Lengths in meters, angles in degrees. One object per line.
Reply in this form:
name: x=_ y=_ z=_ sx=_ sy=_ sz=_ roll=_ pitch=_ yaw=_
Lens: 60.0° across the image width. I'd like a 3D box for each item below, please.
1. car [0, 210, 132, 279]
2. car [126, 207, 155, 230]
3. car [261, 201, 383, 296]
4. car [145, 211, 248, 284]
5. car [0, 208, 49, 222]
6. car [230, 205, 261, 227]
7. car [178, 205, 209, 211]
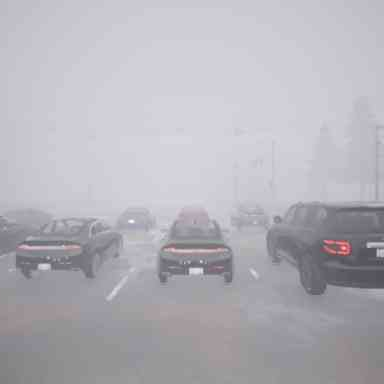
car: x=-3.412 y=1.525 z=10.120 sx=2.128 sy=1.511 sz=4.902 roll=0 pitch=0 yaw=0
car: x=-3.415 y=1.633 z=20.860 sx=1.994 sy=1.385 sz=4.181 roll=0 pitch=0 yaw=0
car: x=3.590 y=1.250 z=8.895 sx=2.150 sy=2.045 sz=5.566 roll=0 pitch=0 yaw=0
car: x=0.091 y=1.524 z=9.689 sx=2.128 sy=1.511 sz=4.902 roll=0 pitch=0 yaw=0
car: x=-6.912 y=1.529 z=11.193 sx=2.128 sy=1.511 sz=4.902 roll=0 pitch=0 yaw=0
car: x=3.586 y=1.562 z=21.267 sx=2.128 sy=1.511 sz=4.902 roll=0 pitch=0 yaw=0
car: x=0.086 y=1.548 z=21.436 sx=1.882 sy=1.535 sz=5.008 roll=0 pitch=0 yaw=0
